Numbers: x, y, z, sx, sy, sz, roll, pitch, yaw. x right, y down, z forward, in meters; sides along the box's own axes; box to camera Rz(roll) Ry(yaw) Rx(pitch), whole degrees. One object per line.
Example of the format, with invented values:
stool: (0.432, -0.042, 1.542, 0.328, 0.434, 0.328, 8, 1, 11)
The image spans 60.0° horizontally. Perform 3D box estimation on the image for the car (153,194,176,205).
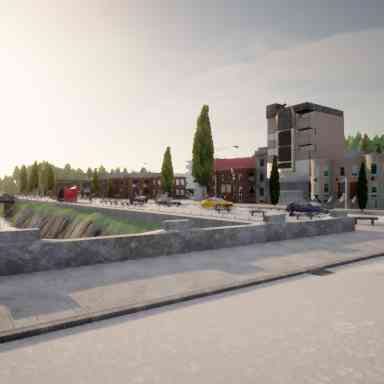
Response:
car: (-5.044, 1.352, 60.515, 2.097, 1.767, 4.553, 0, 0, -36)

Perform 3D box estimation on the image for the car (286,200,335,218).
car: (10.906, 1.526, 30.878, 1.812, 1.442, 4.674, 0, 0, -35)

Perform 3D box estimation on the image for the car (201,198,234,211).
car: (3.114, 1.478, 41.812, 1.882, 1.535, 5.008, 0, 0, -35)

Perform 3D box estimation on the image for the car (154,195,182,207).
car: (-3.738, 1.548, 51.484, 2.033, 1.411, 5.357, 0, 0, -35)

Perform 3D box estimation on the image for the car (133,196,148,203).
car: (-10.772, 1.526, 68.555, 1.812, 1.442, 4.674, 0, 0, -36)

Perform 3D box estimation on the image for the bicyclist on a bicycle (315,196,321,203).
bicyclist on a bicycle: (14.931, 1.349, 39.684, 1.656, 1.620, 0.582, 0, 0, -35)
